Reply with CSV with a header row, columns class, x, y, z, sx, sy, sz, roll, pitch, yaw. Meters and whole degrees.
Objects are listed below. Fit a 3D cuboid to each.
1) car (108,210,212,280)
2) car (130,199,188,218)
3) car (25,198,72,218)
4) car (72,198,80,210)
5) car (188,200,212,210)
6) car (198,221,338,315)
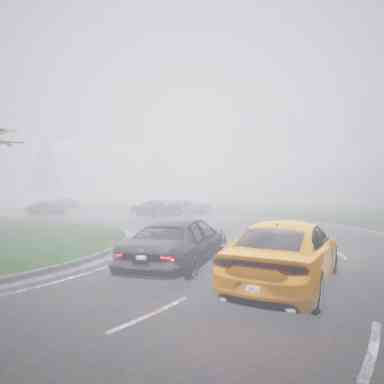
class,x,y,z,sx,sy,sz,roll,pitch,yaw
car,-0.370,1.496,9.861,2.033,1.411,5.357,-1,0,18
car,-2.998,1.365,27.031,5.008,1.535,1.882,-1,0,42
car,-13.670,1.541,30.794,4.902,1.511,2.128,-1,0,39
car,-15.967,1.525,41.977,4.892,1.490,1.837,0,1,42
car,-0.772,1.379,29.787,5.357,1.411,2.033,-1,0,39
car,2.145,1.396,7.614,1.882,1.535,5.008,0,1,28
